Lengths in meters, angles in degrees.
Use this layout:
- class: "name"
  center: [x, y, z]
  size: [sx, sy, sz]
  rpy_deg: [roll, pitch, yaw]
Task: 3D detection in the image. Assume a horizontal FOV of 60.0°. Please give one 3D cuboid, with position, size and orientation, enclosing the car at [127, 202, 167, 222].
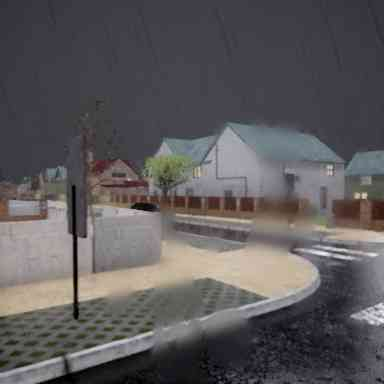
- class: "car"
  center: [-3.561, 1.473, 24.403]
  size: [1.812, 1.442, 4.674]
  rpy_deg: [-1, 1, -37]
